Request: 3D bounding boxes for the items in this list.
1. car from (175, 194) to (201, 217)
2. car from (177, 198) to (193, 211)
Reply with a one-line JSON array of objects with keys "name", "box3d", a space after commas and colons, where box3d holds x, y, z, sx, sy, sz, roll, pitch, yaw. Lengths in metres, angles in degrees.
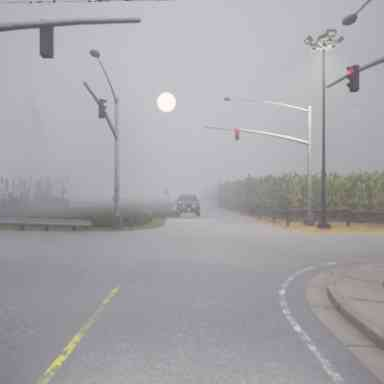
[{"name": "car", "box3d": [-0.428, 1.233, 32.048, 2.150, 2.045, 5.566, 0, 0, -3]}, {"name": "car", "box3d": [-0.930, 1.529, 42.349, 1.812, 1.442, 4.674, 0, 0, -3]}]
